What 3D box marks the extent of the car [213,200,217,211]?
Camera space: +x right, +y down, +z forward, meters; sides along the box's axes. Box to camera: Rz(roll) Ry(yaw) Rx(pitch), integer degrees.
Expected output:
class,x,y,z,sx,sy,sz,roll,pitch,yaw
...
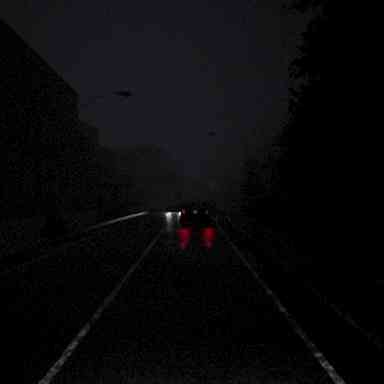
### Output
class,x,y,z,sx,sy,sz,roll,pitch,yaw
car,2.109,1.621,42.608,2.033,1.411,5.357,-1,0,9

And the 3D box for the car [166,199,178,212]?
class,x,y,z,sx,sy,sz,roll,pitch,yaw
car,-1.856,1.655,41.033,1.812,1.442,4.674,-1,0,9

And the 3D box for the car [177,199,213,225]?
class,x,y,z,sx,sy,sz,roll,pitch,yaw
car,0.309,1.411,24.788,2.097,1.767,4.553,0,0,2
